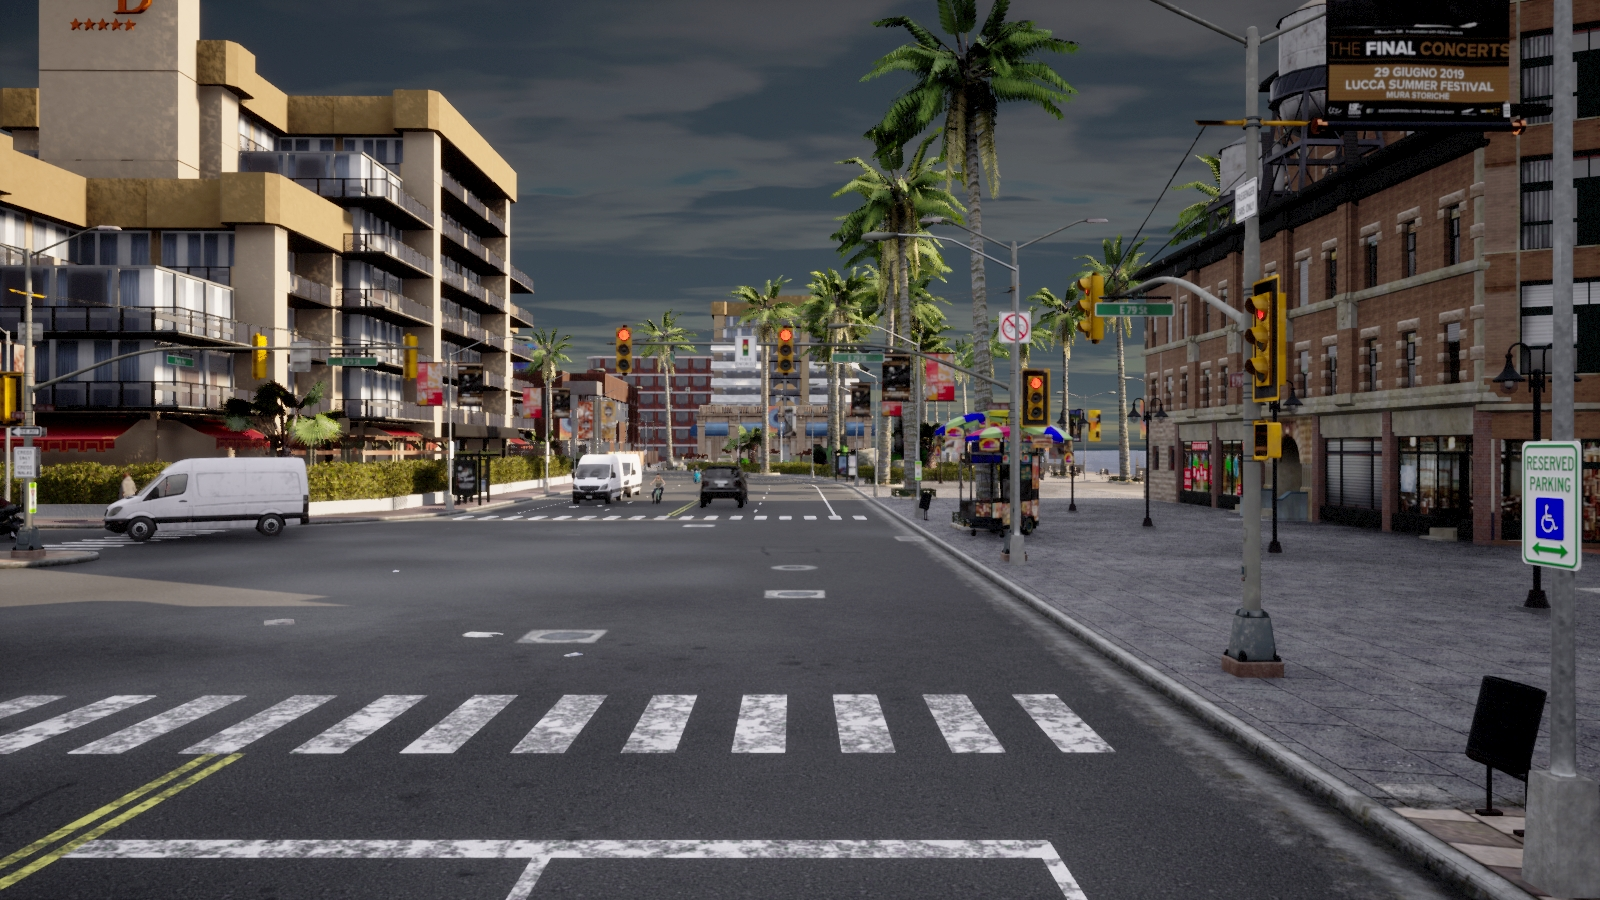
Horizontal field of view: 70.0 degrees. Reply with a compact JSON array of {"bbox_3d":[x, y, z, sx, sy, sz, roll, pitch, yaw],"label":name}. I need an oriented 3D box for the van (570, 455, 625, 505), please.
[{"bbox_3d":[-10.828,1.534,61.502,1.988,2.561,5.915,0,0,0],"label":"van"}]

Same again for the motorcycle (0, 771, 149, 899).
[{"bbox_3d":[-3.736,2.213,4.820,0.803,1.145,2.033,0,0,1],"label":"motorcycle"}]

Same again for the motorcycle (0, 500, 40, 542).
[{"bbox_3d":[-25.137,2.205,35.668,2.209,1.251,0.867,0,0,-4],"label":"motorcycle"}]

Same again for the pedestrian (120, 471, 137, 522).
[{"bbox_3d":[-24.507,1.696,41.701,0.375,1.860,0.375,0,0,17],"label":"pedestrian"}]

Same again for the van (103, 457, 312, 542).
[{"bbox_3d":[-19.174,1.534,37.135,5.915,2.561,1.988,0,0,-30],"label":"van"}]

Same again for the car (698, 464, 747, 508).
[{"bbox_3d":[-3.843,1.780,57.634,2.150,2.045,5.566,0,0,0],"label":"car"}]

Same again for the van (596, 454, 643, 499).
[{"bbox_3d":[-10.879,1.534,69.162,1.988,2.561,5.915,0,0,-1],"label":"van"}]

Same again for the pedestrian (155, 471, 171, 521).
[{"bbox_3d":[-23.536,1.697,42.190,0.375,1.860,0.375,0,0,3],"label":"pedestrian"}]
